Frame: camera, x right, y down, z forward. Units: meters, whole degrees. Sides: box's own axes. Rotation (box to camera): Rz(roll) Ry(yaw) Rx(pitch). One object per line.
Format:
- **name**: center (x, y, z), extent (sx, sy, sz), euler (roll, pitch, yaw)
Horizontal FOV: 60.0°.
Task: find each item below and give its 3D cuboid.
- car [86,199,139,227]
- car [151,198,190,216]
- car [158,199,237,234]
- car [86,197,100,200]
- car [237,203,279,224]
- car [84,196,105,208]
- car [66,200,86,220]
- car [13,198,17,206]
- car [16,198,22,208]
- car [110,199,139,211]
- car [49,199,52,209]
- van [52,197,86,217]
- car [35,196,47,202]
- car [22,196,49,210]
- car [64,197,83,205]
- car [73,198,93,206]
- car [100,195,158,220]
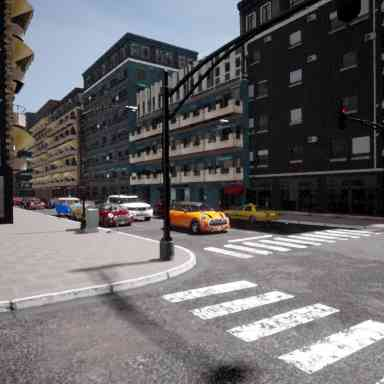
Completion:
- **car**: center (-5.810, 1.553, 23.960), extent (1.967, 1.590, 4.097), euler (-1, 1, -36)
- **car**: center (-2.210, 1.441, 33.333), extent (1.967, 1.590, 4.097), euler (-1, 1, -36)
- **car**: center (0.184, 1.409, 20.033), extent (2.097, 1.767, 4.553), euler (-1, 0, -36)
- **car**: center (-11.558, 1.657, 36.468), extent (2.033, 1.411, 5.357), euler (-1, 0, -35)
- **car**: center (4.128, 1.498, 24.468), extent (1.752, 1.417, 4.829), euler (-1, 1, -36)
- **car**: center (-15.083, 1.502, 51.343), extent (1.967, 1.590, 4.097), euler (-1, 1, -36)
- **car**: center (-8.927, 1.652, 28.324), extent (1.752, 1.417, 4.829), euler (-1, 1, -36)
- **car**: center (-31.552, 1.783, 59.980), extent (1.887, 1.381, 4.507), euler (-1, 1, -36)
- **car**: center (-25.116, 1.770, 50.974), extent (1.947, 1.339, 4.313), euler (-1, 1, -36)
- **car**: center (-8.645, 1.582, 42.339), extent (2.008, 1.369, 4.403), euler (-1, 1, -36)
- **car**: center (-20.468, 1.764, 49.099), extent (2.033, 1.411, 5.357), euler (-1, 0, -36)
- **van**: center (-12.247, 1.483, 32.963), extent (1.690, 1.788, 3.998), euler (-1, 1, -36)
- **car**: center (-37.608, 1.728, 82.862), extent (1.887, 1.381, 4.507), euler (-1, 1, -36)
- **car**: center (-21.900, 1.628, 46.471), extent (1.967, 1.590, 4.097), euler (-1, 1, -36)
- **car**: center (-21.517, 1.646, 60.349), extent (2.008, 1.369, 4.403), euler (-1, 1, -36)
- **car**: center (-18.299, 1.644, 55.847), extent (1.947, 1.339, 4.313), euler (-1, 1, -36)
- **car**: center (-5.402, 1.303, 27.837), extent (2.150, 2.045, 5.566), euler (-1, 0, -36)
